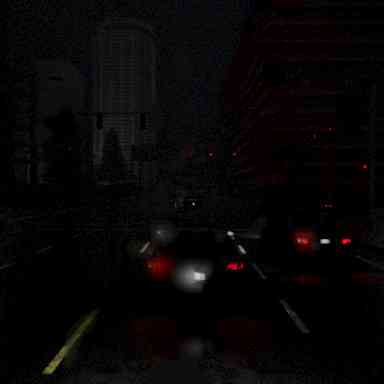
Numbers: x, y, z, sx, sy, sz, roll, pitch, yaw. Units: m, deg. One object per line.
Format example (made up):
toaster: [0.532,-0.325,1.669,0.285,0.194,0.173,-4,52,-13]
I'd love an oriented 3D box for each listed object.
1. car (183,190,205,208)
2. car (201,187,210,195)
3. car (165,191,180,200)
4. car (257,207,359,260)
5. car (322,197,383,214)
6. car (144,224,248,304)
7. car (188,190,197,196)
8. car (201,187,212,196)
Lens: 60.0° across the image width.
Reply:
car: [0.171,0.887,35.220,1.837,1.490,4.892,0,1,0]
car: [3.697,-0.313,90.522,2.150,2.045,5.566,0,1,0]
car: [-3.439,0.551,56.769,1.837,1.490,4.892,0,1,1]
car: [3.615,1.351,11.496,2.033,1.411,5.357,0,1,0]
car: [12.420,1.074,24.680,5.357,1.411,2.033,0,1,-3]
car: [0.086,1.429,7.881,1.994,1.385,4.181,0,1,0]
car: [0.176,0.174,80.941,2.033,1.411,5.357,0,1,0]
car: [3.676,0.139,80.644,1.837,1.490,4.892,0,1,0]
